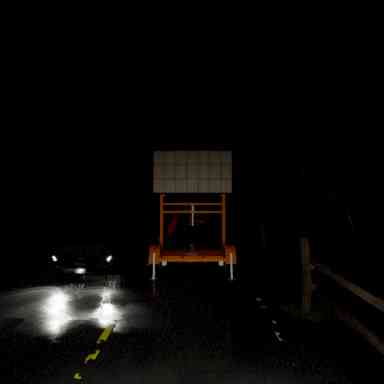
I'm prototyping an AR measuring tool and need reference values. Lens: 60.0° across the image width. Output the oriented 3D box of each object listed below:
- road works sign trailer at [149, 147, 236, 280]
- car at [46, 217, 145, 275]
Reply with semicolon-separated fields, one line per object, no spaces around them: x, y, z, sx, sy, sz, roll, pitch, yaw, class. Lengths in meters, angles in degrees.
0.021;0.463;9.901;2.380;3.560;2.880;0;0;0;road works sign trailer
-2.725;1.546;10.778;2.033;1.411;5.357;0;0;0;car
